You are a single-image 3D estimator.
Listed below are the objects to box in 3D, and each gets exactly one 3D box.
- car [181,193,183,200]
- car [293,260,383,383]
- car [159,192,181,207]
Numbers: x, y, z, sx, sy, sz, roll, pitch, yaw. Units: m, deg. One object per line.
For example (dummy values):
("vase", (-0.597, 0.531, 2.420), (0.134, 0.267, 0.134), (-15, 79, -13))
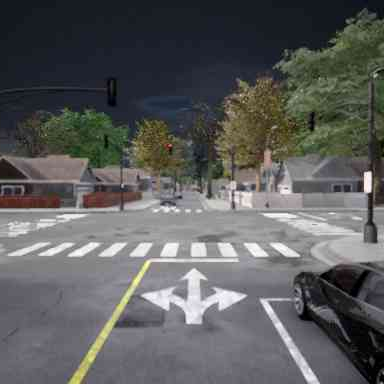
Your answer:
("car", (-2.700, 0.696, 61.403), (1.882, 1.535, 5.008), (0, 0, 1))
("car", (2.665, 1.507, 4.219), (1.947, 1.339, 4.313), (0, 1, 0))
("car", (-2.851, 1.018, 40.816), (2.033, 1.411, 5.357), (0, 1, 0))
